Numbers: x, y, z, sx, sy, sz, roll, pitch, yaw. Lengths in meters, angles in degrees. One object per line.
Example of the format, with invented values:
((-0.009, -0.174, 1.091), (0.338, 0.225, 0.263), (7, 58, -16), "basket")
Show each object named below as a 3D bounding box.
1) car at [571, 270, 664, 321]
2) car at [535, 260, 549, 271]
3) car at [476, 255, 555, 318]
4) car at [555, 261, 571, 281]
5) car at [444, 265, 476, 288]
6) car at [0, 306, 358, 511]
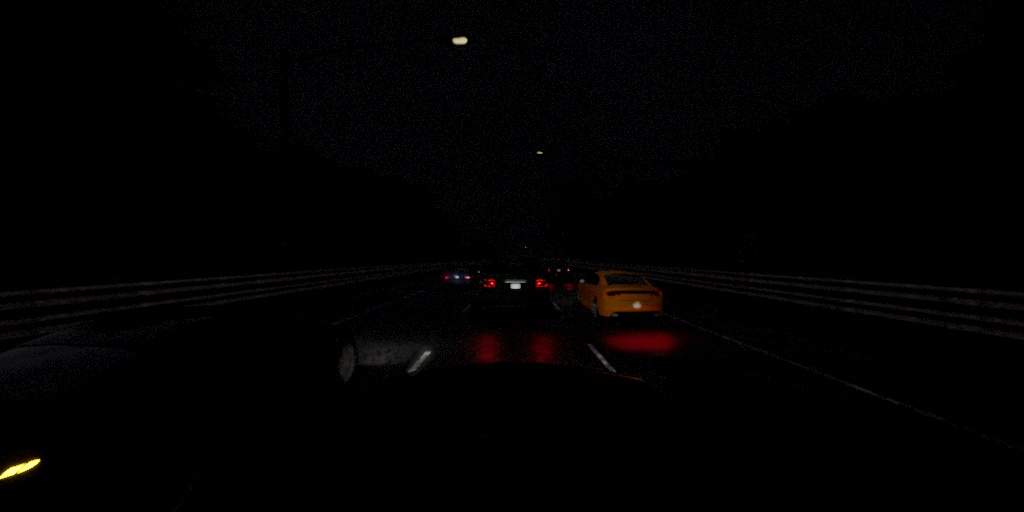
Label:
((3.515, 1.240, 12.522), (1.882, 1.535, 5.008), (0, 0, 0), "car")
((4.654, 1.448, 56.352), (2.128, 1.511, 4.902), (0, 0, 3), "car")
((0.119, 0.985, 13.169), (2.150, 2.045, 5.566), (0, 0, 0), "car")
((3.748, 1.163, 30.464), (2.097, 1.767, 4.553), (0, 0, 1), "car")
((-3.271, 1.338, 24.129), (2.033, 1.411, 5.357), (0, 0, 1), "car")
((-3.413, 1.277, 3.925), (1.812, 1.442, 4.674), (0, 0, 0), "car")
